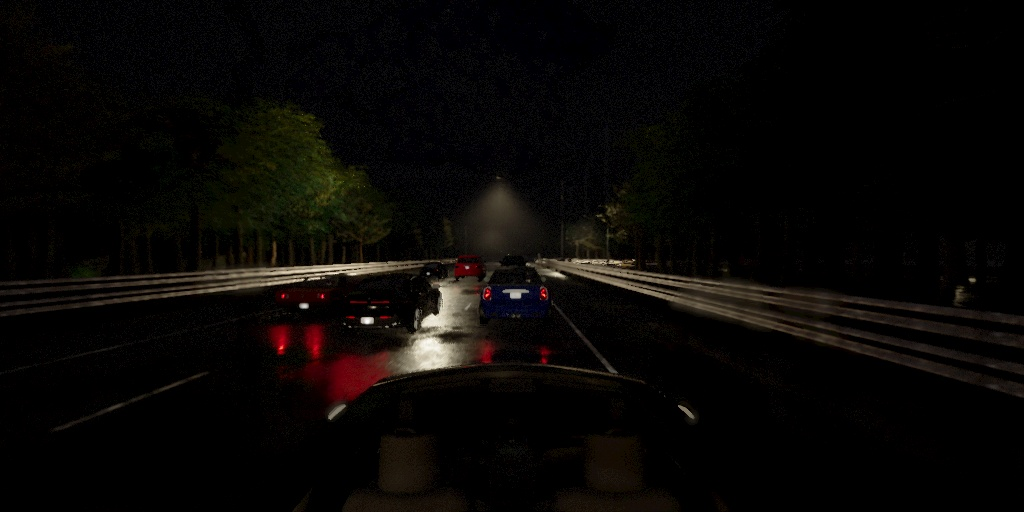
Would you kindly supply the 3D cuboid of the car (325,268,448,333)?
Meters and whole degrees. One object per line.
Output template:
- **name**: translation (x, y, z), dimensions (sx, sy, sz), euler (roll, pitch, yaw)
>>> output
- **car**: translation (-3.399, 1.270, 10.844), dimensions (1.837, 1.490, 4.892), euler (0, 0, 0)

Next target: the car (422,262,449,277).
- **car**: translation (-6.912, 1.285, 31.843), dimensions (1.812, 1.442, 4.674), euler (0, 0, 0)

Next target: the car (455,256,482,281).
- **car**: translation (-3.398, 0.983, 29.952), dimensions (2.150, 2.045, 5.566), euler (0, 0, 0)

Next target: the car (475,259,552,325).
- **car**: translation (0.100, 1.119, 12.062), dimensions (2.097, 1.767, 4.553), euler (0, 0, 0)

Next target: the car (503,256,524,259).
- **car**: translation (0.102, 0.984, 29.955), dimensions (2.150, 2.045, 5.566), euler (0, 0, 0)

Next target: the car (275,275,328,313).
- **car**: translation (-6.898, 1.369, 14.128), dimensions (1.895, 1.301, 4.718), euler (0, 0, 0)
